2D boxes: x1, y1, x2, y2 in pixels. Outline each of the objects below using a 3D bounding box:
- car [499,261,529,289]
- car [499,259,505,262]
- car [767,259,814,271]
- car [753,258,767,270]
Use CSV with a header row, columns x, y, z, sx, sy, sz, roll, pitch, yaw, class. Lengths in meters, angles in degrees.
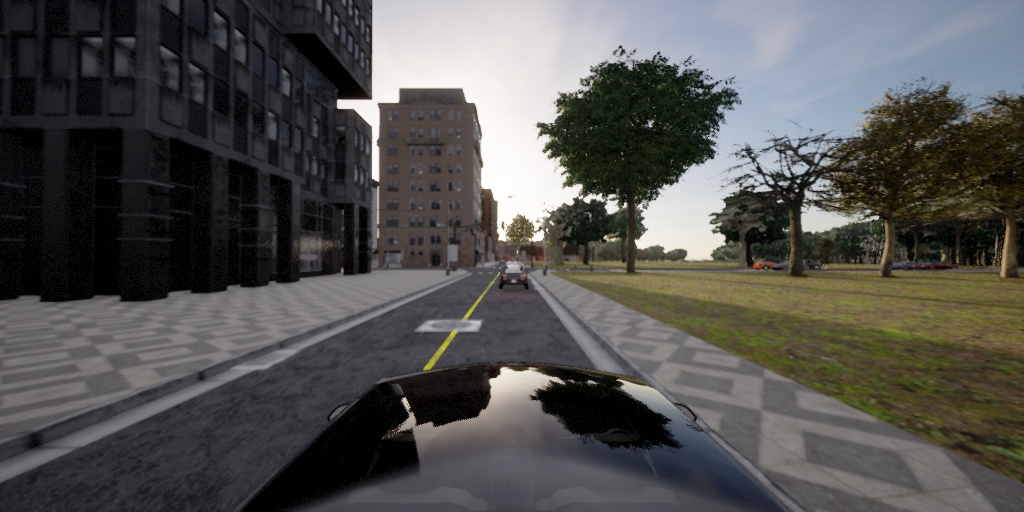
x,y,z,sx,sy,sz,roll,pitch,yaw,class
0.108,1.291,23.309,1.812,1.442,4.674,0,0,0,car
0.046,1.269,34.988,1.882,1.535,5.008,0,0,1,car
37.955,1.397,48.983,4.181,1.385,1.994,0,-1,0,car
37.920,1.231,52.235,4.553,1.767,2.097,0,-1,0,car
